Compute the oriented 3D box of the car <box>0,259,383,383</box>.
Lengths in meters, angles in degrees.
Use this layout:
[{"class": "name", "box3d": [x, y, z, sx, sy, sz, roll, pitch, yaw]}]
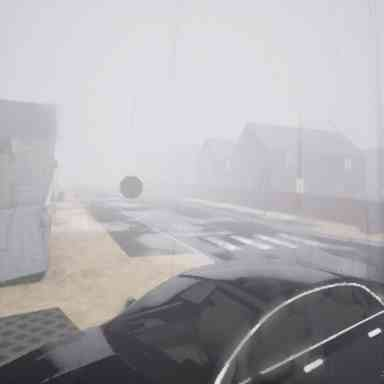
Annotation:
[{"class": "car", "box3d": [0.477, 1.558, 3.317, 4.892, 1.490, 1.837, 1, 0, -36]}]
